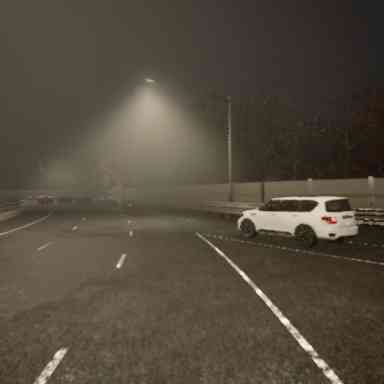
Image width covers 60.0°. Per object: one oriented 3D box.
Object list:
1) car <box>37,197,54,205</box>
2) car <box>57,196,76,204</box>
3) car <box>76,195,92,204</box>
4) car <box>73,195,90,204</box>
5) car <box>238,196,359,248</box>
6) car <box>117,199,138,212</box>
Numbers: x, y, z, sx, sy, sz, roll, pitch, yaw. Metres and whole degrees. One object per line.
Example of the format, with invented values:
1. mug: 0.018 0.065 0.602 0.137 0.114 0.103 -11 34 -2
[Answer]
1. car: -27.410 1.632 62.165 1.882 1.535 5.008 0 0 -38
2. car: -24.586 1.526 64.233 1.882 1.535 5.008 0 0 -38
3. car: -21.407 1.527 65.913 1.837 1.490 4.892 0 0 -38
4. car: -22.523 1.518 67.607 2.097 1.767 4.553 0 0 -34
5. car: 4.487 1.207 14.922 2.150 2.045 5.566 0 0 -33
6. car: -7.944 1.562 40.819 1.994 1.385 4.181 -2 -1 -21
